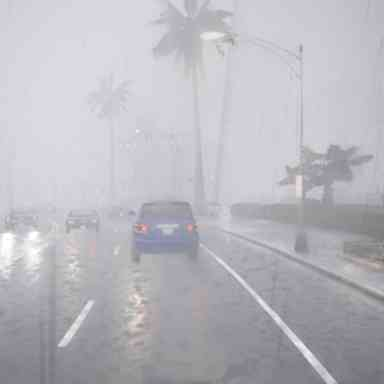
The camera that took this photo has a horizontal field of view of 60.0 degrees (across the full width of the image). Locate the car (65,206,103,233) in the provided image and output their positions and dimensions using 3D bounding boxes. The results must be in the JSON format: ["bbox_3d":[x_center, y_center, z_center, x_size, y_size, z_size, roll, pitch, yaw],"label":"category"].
[{"bbox_3d":[-6.788,1.688,20.679,1.895,1.301,4.718,0,0,-18],"label":"car"}]

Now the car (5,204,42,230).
[{"bbox_3d":[-11.387,1.703,22.453,1.895,1.301,4.718,0,0,-24],"label":"car"}]

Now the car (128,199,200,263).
[{"bbox_3d":[-1.162,1.268,12.460,2.150,2.045,5.566,0,0,-10],"label":"car"}]

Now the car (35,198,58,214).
[{"bbox_3d":[-16.304,1.724,36.345,1.994,1.385,4.181,0,0,-42],"label":"car"}]

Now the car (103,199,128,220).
[{"bbox_3d":[-6.958,1.624,29.440,1.837,1.490,4.892,1,0,-28],"label":"car"}]
